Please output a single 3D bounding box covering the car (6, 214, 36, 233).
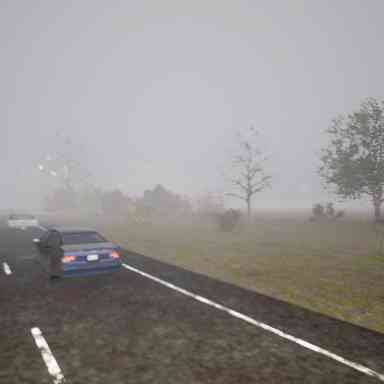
[{"bbox_3d":[-12.845,2.266,24.966,1.895,1.301,4.718,1,-2,-31],"label":"car"}]

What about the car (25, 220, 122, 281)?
[{"bbox_3d":[-3.996,1.854,11.012,2.033,1.411,5.357,1,-2,-32],"label":"car"}]
